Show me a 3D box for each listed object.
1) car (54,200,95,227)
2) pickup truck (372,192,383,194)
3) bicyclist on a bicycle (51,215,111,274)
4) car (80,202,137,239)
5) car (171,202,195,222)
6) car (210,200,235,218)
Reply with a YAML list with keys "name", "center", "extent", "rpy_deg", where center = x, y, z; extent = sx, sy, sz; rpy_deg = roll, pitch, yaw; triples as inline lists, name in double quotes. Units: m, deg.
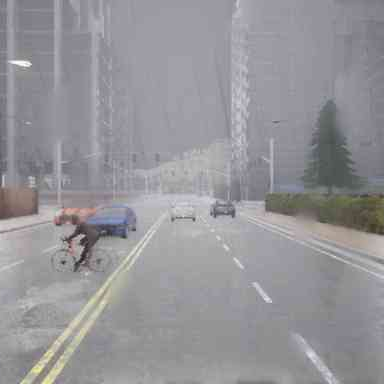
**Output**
- name: "car"
  center: [-7.700, 1.351, 22.879]
  extent: [2.097, 1.767, 4.553]
  rpy_deg: [0, 0, -1]
- name: "pickup truck"
  center: [39.556, 1.059, 69.008]
  extent: [6.274, 2.098, 2.390]
  rpy_deg: [0, 0, 28]
- name: "bicyclist on a bicycle"
  center: [-3.065, 1.453, 9.182]
  extent: [1.656, 1.620, 0.582]
  rpy_deg: [0, 0, -2]
- name: "car"
  center: [-4.071, 1.478, 17.488]
  extent: [1.882, 1.535, 5.008]
  rpy_deg: [0, 1, -2]
- name: "car"
  center: [-0.699, 1.526, 26.566]
  extent: [1.812, 1.442, 4.674]
  rpy_deg: [0, 0, -2]
- name: "car"
  center: [2.717, 1.492, 30.300]
  extent: [2.128, 1.511, 4.902]
  rpy_deg: [0, 0, -3]
